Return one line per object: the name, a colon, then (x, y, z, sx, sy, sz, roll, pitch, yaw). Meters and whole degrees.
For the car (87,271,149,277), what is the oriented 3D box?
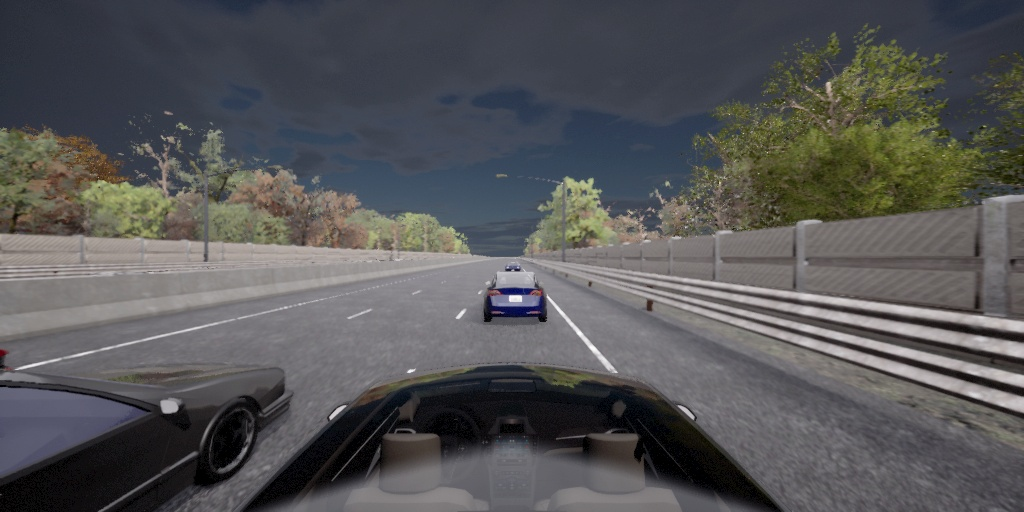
car: (-17.587, 1.353, 15.679, 1.895, 1.301, 4.718, 0, 0, 0)

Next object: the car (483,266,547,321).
car: (0.102, 1.256, 12.500, 2.163, 1.488, 4.792, 0, 0, 0)

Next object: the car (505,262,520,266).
car: (0.102, 1.361, 43.254, 1.895, 1.301, 4.718, 0, 0, 0)

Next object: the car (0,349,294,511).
car: (-3.401, 1.297, 1.578, 2.033, 1.411, 5.357, 0, 0, 0)

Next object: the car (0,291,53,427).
car: (-6.898, 1.227, 2.154, 1.882, 1.535, 5.008, 0, 0, 0)
